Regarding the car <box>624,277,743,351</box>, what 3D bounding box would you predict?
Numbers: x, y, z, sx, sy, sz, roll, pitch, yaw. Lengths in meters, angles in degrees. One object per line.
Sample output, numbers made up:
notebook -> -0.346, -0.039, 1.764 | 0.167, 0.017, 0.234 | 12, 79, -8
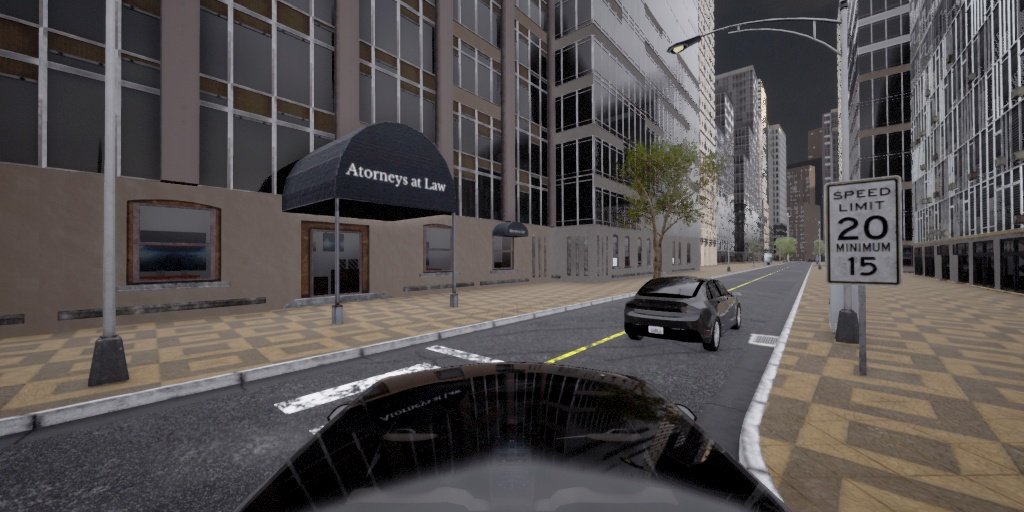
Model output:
car -> 4.488, 1.257, 9.145 | 1.837, 1.490, 4.892 | -1, 0, 40
